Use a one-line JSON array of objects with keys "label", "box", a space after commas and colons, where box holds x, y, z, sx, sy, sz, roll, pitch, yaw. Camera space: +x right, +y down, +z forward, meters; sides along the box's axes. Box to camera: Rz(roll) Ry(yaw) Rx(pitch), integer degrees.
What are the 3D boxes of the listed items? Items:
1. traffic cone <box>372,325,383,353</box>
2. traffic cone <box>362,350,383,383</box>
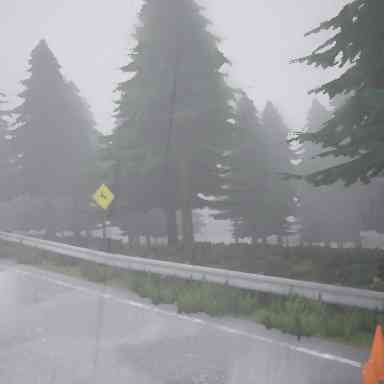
[{"label": "traffic cone", "box": [2.322, 1.956, 4.124, 0.340, 0.580, 0.340, 0, 0, 34]}, {"label": "traffic cone", "box": [1.775, 1.956, 3.289, 0.340, 0.580, 0.340, 0, 0, 34]}]
